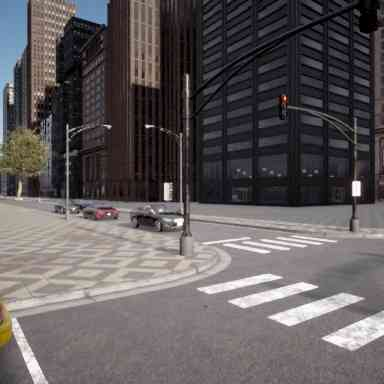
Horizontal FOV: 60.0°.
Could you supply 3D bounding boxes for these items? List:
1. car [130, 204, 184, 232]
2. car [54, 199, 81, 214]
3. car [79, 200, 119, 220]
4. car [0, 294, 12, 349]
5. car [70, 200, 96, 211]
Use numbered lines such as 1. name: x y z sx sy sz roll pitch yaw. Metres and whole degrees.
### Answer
1. car: -2.113 1.534 20.542 2.128 1.511 4.902 0 0 -36
2. car: -13.893 1.596 36.911 1.837 1.490 4.892 0 0 -36
3. car: -7.868 1.630 28.539 1.994 1.385 4.181 0 0 -35
4. car: -4.600 1.525 3.368 4.829 1.417 1.752 0 0 -36
5. car: -13.999 1.698 42.511 1.895 1.301 4.718 0 0 -36
